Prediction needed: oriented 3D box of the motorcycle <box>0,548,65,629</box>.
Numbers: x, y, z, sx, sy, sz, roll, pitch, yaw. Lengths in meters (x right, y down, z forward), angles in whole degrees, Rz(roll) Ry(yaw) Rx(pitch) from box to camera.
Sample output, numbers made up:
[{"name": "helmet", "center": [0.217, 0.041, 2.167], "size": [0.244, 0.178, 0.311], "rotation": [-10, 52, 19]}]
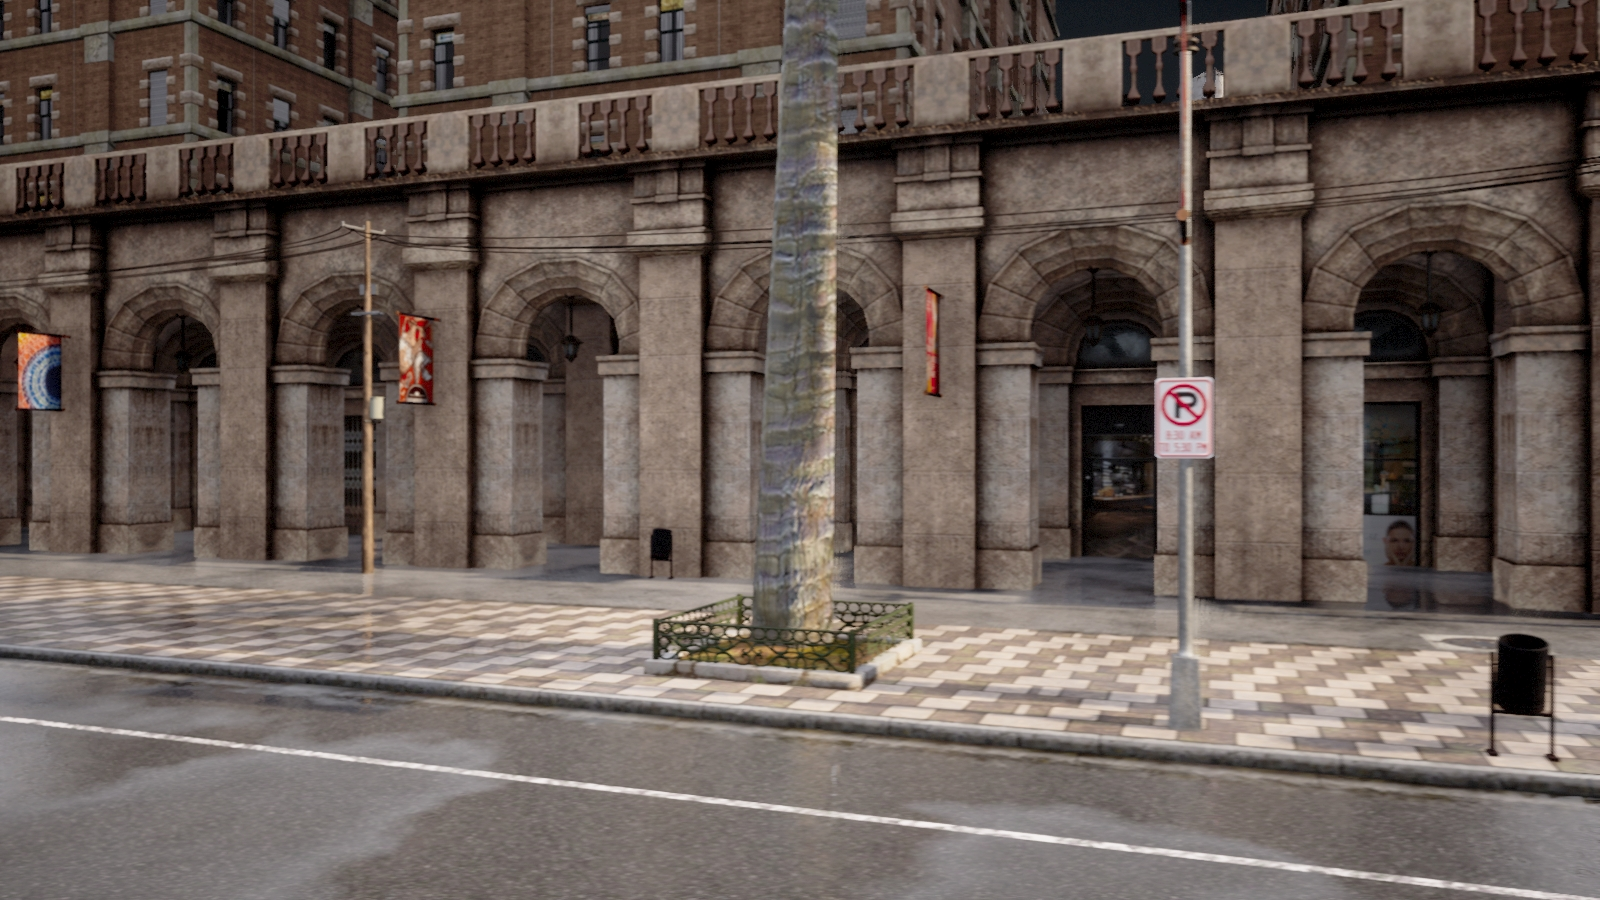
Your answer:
[{"name": "motorcycle", "center": [-13.077, 2.221, 18.583], "size": [2.033, 1.145, 0.803], "rotation": [0, 0, 20]}]
